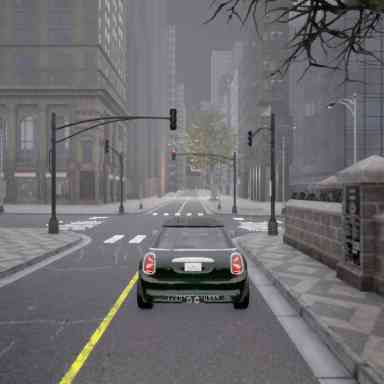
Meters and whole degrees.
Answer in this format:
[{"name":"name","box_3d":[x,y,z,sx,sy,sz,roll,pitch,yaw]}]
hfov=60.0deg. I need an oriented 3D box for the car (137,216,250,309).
[{"name":"car","box_3d":[0.034,1.352,8.041,2.097,1.767,4.553,0,0,0]}]
